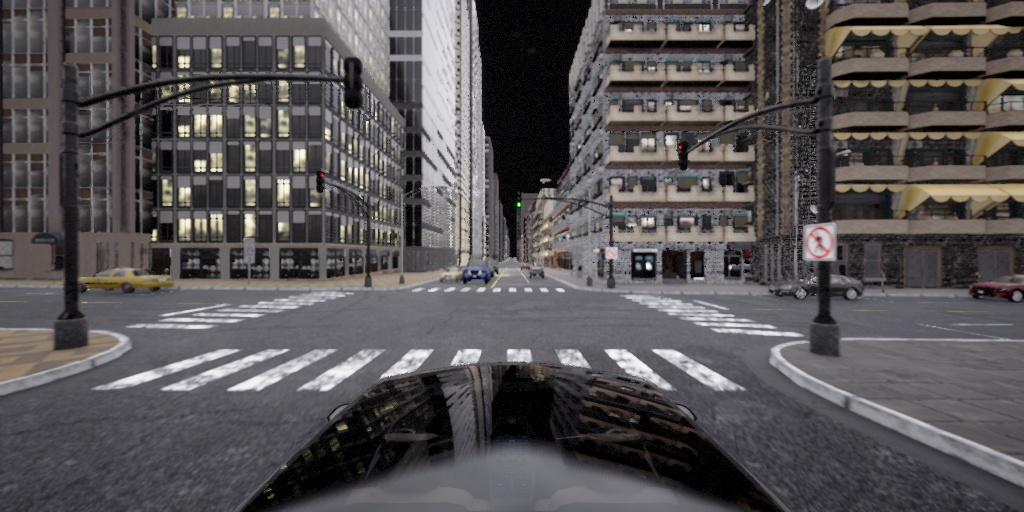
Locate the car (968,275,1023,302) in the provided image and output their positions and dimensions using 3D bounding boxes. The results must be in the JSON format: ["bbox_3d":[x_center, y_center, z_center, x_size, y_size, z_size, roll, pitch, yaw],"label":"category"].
[{"bbox_3d":[27.378,1.695,19.196,4.507,1.381,1.888,0,0,1],"label":"car"}]

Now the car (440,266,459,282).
[{"bbox_3d":[-5.683,1.694,34.008,1.751,1.417,4.829,0,0,0],"label":"car"}]

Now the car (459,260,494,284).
[{"bbox_3d":[-3.093,1.367,32.326,2.150,2.045,5.566,0,-1,0],"label":"car"}]

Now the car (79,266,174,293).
[{"bbox_3d":[-21.663,1.268,19.868,4.829,1.417,1.751,0,0,1],"label":"car"}]

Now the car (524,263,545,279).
[{"bbox_3d":[2.700,1.793,39.829,2.007,1.370,4.403,0,0,0],"label":"car"}]

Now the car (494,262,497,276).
[{"bbox_3d":[-3.083,1.754,42.454,1.882,1.535,5.008,0,-1,0],"label":"car"}]

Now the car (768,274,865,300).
[{"bbox_3d":[16.313,1.610,19.355,4.403,1.370,2.007,0,0,1],"label":"car"}]

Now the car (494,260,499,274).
[{"bbox_3d":[-3.077,1.635,53.012,2.150,2.045,5.566,0,-1,0],"label":"car"}]
